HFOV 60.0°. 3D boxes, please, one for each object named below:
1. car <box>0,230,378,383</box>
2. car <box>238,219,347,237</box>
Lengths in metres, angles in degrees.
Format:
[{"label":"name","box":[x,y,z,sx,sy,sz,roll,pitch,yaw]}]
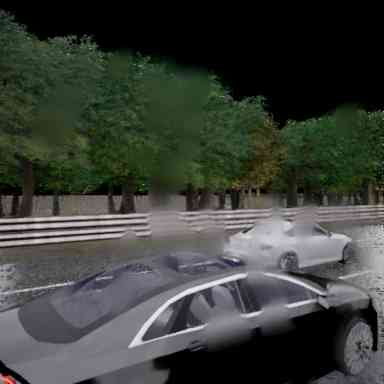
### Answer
[{"label":"car","box":[0.311,1.498,3.930,4.902,1.511,2.128,0,0,-35]},{"label":"car","box":[3.068,1.551,10.125,4.674,1.442,1.812,0,0,-35]}]
